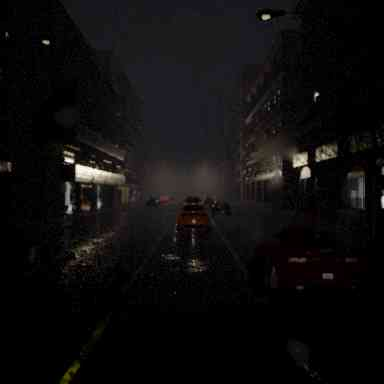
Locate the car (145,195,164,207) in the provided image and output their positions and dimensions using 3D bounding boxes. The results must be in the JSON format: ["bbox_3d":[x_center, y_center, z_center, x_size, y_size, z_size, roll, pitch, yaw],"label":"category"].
[{"bbox_3d":[-5.683,1.459,48.271,2.008,1.369,4.403,0,0,0],"label":"car"}]

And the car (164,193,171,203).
[{"bbox_3d":[-5.681,1.418,65.180,1.887,1.381,4.507,0,0,0],"label":"car"}]

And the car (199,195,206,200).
[{"bbox_3d":[2.703,1.410,87.720,1.802,1.307,4.206,0,0,0],"label":"car"}]

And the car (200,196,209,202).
[{"bbox_3d":[2.700,1.444,70.811,1.802,1.307,4.206,0,0,0],"label":"car"}]

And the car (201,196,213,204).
[{"bbox_3d":[2.699,1.451,59.538,1.947,1.339,4.313,0,0,0],"label":"car"}]

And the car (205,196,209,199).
[{"bbox_3d":[2.699,1.421,54.072,1.752,1.417,4.829,0,0,0],"label":"car"}]

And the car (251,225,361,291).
[{"bbox_3d":[2.692,1.528,8.813,1.887,1.381,4.507,0,0,0],"label":"car"}]

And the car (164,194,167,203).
[{"bbox_3d":[-5.683,1.447,53.908,2.008,1.369,4.403,0,0,0],"label":"car"}]

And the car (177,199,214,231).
[{"bbox_3d":[0.102,1.439,20.449,1.882,1.535,5.008,0,0,0],"label":"car"}]

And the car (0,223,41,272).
[{"bbox_3d":[-5.688,1.529,8.818,1.887,1.381,4.507,0,0,0],"label":"car"}]

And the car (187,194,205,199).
[{"bbox_3d":[0.105,1.279,38.240,2.097,1.767,4.553,0,0,0],"label":"car"}]

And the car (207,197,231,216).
[{"bbox_3d":[2.696,1.491,31.357,2.008,1.369,4.403,0,0,0],"label":"car"}]

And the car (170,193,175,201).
[{"bbox_3d":[-5.678,1.166,76.452,2.192,1.841,5.009,0,0,0],"label":"car"}]
